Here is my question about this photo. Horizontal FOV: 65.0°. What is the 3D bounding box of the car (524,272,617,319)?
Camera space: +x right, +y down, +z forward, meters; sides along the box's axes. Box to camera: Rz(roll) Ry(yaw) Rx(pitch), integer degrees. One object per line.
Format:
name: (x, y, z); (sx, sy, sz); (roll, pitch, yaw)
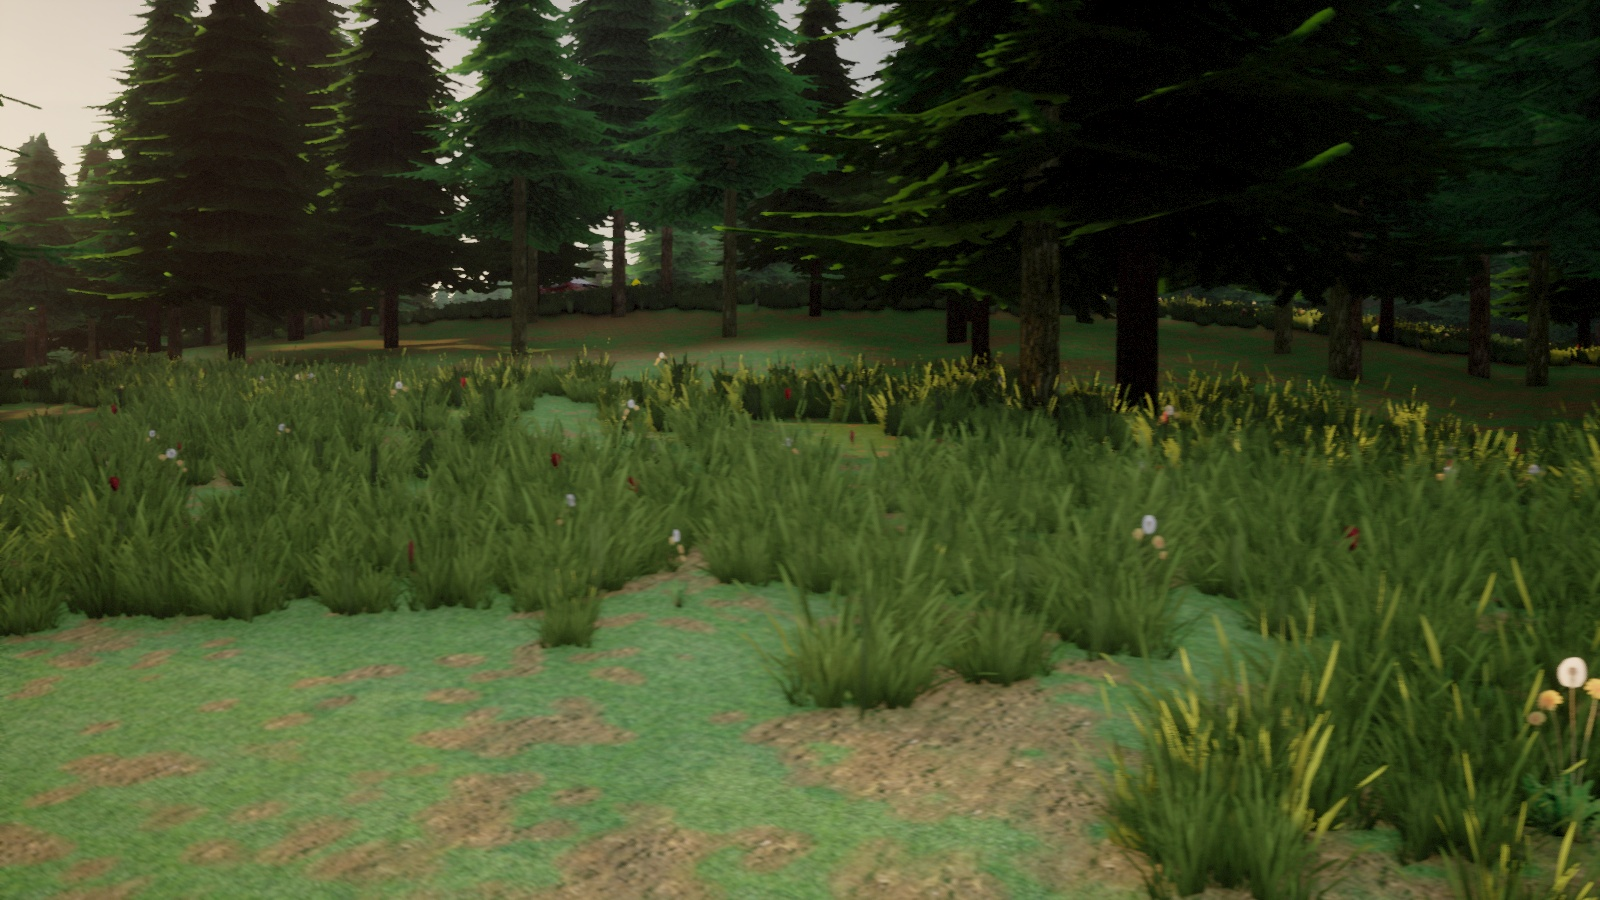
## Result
car: (-10.640, -7.099, 58.118); (2.007, 1.525, 4.514); (-1, -1, -44)
